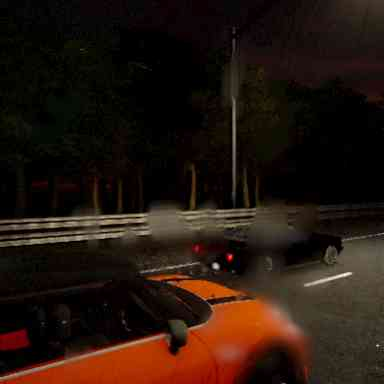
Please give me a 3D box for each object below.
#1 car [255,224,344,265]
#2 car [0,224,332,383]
[{"bbox_3d":[2.401,1.591,9.775,4.718,1.301,1.895,0,0,-36],"label":"car"},{"bbox_3d":[-1.033,1.353,3.023,4.553,1.767,2.097,0,0,-35],"label":"car"}]
